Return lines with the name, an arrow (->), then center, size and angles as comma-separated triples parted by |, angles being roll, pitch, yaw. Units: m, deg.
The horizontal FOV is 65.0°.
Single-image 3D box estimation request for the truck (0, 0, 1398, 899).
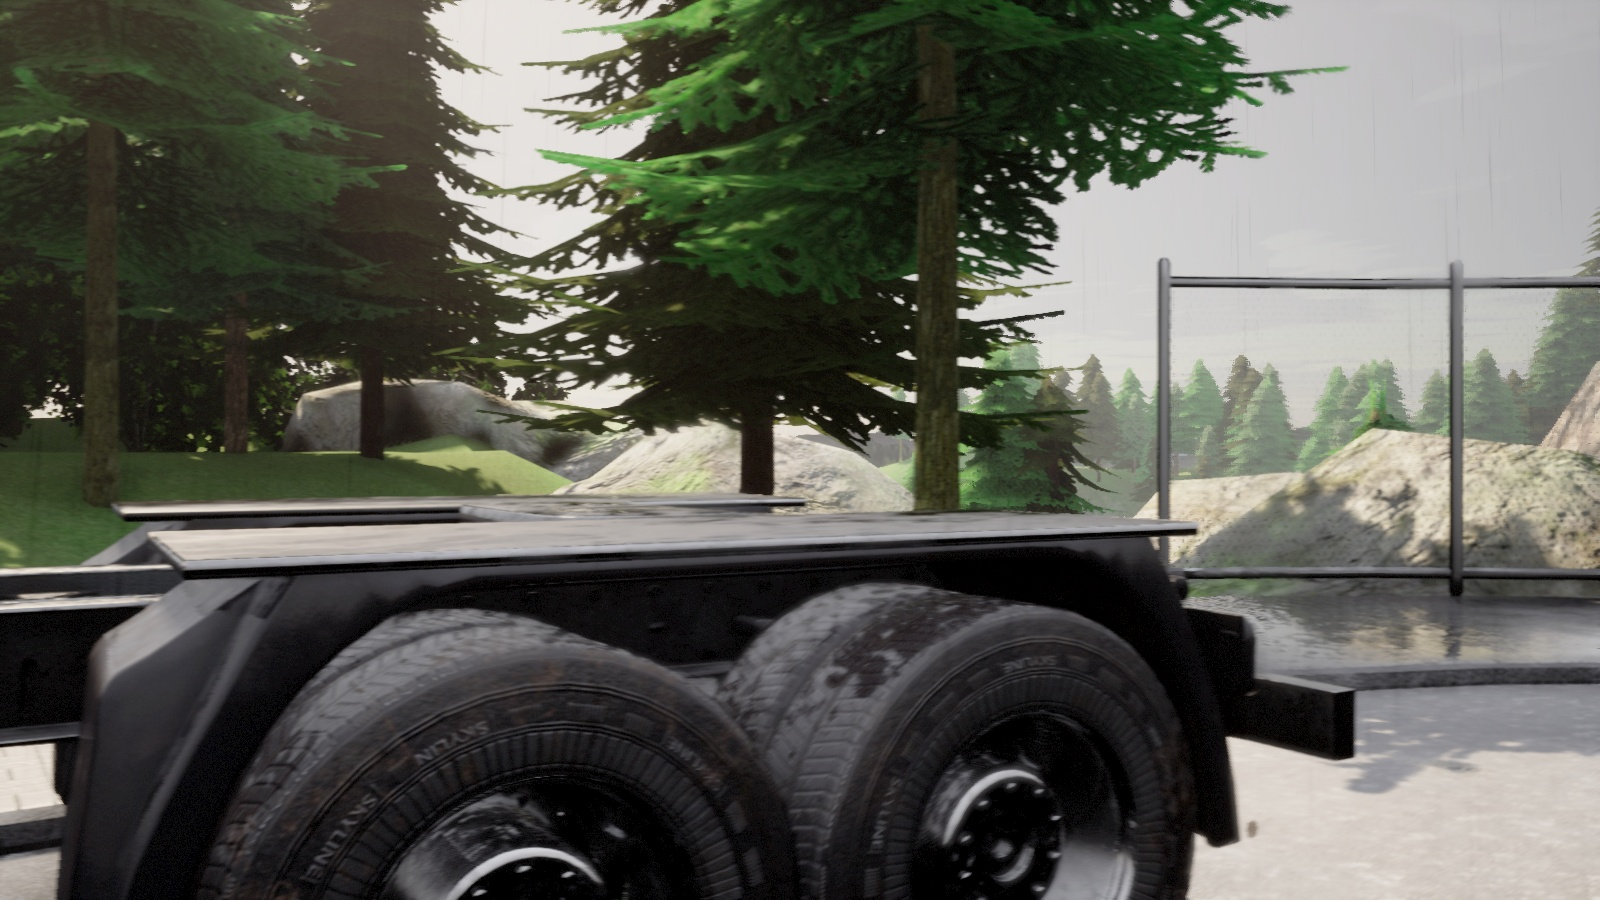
truck -> -2.528, -0.225, 2.622 | 7.936, 3.462, 2.891 | 0, 0, -31
